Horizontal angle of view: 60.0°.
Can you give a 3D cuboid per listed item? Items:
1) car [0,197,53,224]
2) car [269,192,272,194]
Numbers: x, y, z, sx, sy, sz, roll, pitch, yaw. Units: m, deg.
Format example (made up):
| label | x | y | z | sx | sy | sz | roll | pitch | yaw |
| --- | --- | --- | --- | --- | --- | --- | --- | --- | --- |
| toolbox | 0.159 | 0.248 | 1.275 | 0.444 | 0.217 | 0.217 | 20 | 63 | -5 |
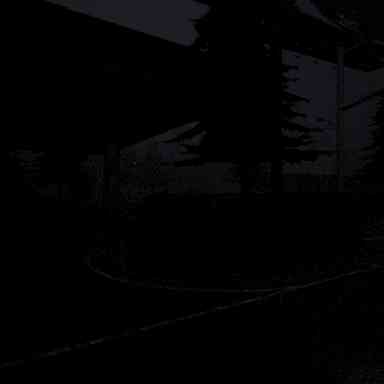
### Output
| label | x | y | z | sx | sy | sz | roll | pitch | yaw |
| --- | --- | --- | --- | --- | --- | --- | --- | --- | --- |
| car | -11.997 | 1.313 | 23.462 | 3.866 | 1.878 | 1.905 | 0 | 0 | -36 |
| car | 6.204 | 1.050 | 28.677 | 2.150 | 2.045 | 5.566 | 0 | 1 | -34 |
